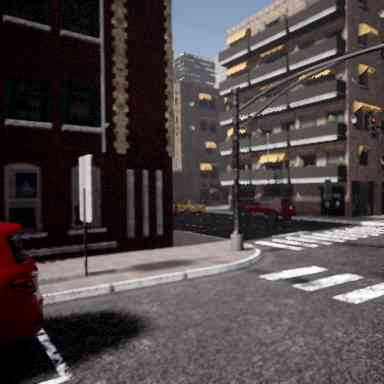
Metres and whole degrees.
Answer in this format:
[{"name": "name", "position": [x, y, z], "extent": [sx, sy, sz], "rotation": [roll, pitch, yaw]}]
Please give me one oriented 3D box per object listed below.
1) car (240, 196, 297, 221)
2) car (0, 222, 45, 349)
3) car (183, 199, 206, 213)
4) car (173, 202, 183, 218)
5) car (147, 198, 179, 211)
[{"name": "car", "position": [6.090, 1.276, 26.997], "extent": [2.192, 1.841, 5.009], "rotation": [-1, 1, -35]}, {"name": "car", "position": [-4.269, 1.312, 3.529], "extent": [5.009, 1.841, 2.192], "rotation": [0, -1, -36]}, {"name": "car", "position": [-0.451, 1.485, 36.172], "extent": [1.752, 1.417, 4.829], "rotation": [-1, 1, -35]}, {"name": "car", "position": [-3.494, 1.267, 30.633], "extent": [2.150, 2.045, 5.566], "rotation": [-1, 1, -35]}, {"name": "car", "position": [-3.574, 1.504, 40.551], "extent": [1.887, 1.381, 4.507], "rotation": [-1, 1, -35]}]
